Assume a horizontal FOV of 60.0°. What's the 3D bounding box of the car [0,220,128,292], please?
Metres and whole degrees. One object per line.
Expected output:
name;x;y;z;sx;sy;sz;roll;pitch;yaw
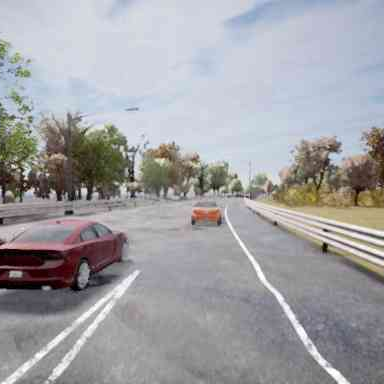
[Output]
car;-3.244;1.497;9.123;1.882;1.535;5.008;0;0;6

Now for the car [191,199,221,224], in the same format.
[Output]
car;1.121;1.388;24.929;2.097;1.767;4.553;0;0;4
